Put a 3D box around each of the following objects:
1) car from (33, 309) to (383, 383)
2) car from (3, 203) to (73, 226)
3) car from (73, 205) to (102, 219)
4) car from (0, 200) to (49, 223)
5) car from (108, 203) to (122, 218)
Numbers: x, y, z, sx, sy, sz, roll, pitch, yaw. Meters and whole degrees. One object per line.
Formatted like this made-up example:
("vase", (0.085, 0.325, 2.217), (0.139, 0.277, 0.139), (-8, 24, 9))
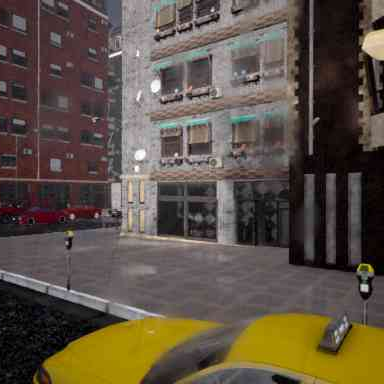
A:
("car", (0.736, 1.525, 2.350), (4.829, 1.417, 1.752), (0, 0, 36))
("car", (-12.004, 1.851, 26.174), (1.994, 1.385, 4.181), (0, -1, 35))
("car", (-10.854, 1.924, 32.288), (1.887, 1.381, 4.507), (-1, -2, 35))
("car", (-14.151, 1.591, 27.650), (2.192, 1.841, 5.009), (-1, -2, 35))
("car", (-6.040, 1.696, 34.571), (2.150, 2.045, 5.566), (0, -1, 35))
